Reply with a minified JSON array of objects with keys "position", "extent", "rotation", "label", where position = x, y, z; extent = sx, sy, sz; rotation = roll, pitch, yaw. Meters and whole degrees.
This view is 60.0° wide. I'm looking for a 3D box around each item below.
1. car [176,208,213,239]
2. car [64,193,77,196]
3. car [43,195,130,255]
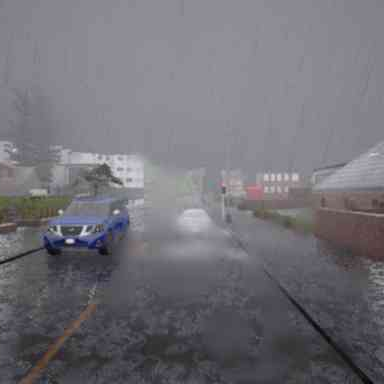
[{"position":[0.131,1.588,17.553],"extent":[1.812,1.442,4.674],"rotation":[0,0,0],"label":"car"},{"position":[-19.656,1.165,52.277],"extent":[1.905,1.878,3.866],"rotation":[0,0,35],"label":"car"},{"position":[-4.036,1.267,13.834],"extent":[2.150,2.045,5.566],"rotation":[0,0,0],"label":"car"}]
